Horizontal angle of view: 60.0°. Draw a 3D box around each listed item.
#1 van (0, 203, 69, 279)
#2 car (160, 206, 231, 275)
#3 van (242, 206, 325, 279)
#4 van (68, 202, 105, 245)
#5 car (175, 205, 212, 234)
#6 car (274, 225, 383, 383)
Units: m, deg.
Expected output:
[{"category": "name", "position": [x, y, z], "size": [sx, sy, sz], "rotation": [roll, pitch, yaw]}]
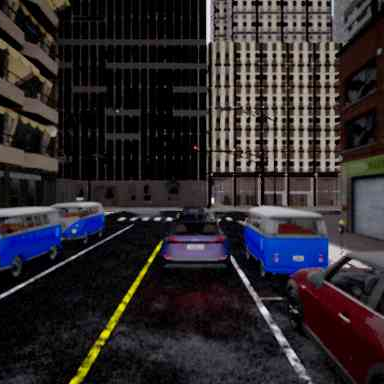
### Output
[{"category": "van", "position": [-5.316, 1.368, 9.853], "size": [1.690, 1.788, 3.998], "rotation": [0, 0, 0]}, {"category": "car", "position": [0.094, 1.459, 10.618], "size": [2.033, 1.649, 4.856], "rotation": [0, 0, 0]}, {"category": "van", "position": [2.565, 1.368, 9.863], "size": [1.690, 1.788, 3.998], "rotation": [0, 0, 0]}, {"category": "van", "position": [-5.319, 1.385, 15.543], "size": [1.690, 1.788, 3.998], "rotation": [0, 0, 0]}, {"category": "car", "position": [0.092, 1.607, 20.785], "size": [2.033, 1.411, 5.357], "rotation": [0, 0, 0]}, {"category": "car", "position": [2.567, 1.451, 4.172], "size": [1.967, 1.590, 4.097], "rotation": [0, 0, 0]}]
